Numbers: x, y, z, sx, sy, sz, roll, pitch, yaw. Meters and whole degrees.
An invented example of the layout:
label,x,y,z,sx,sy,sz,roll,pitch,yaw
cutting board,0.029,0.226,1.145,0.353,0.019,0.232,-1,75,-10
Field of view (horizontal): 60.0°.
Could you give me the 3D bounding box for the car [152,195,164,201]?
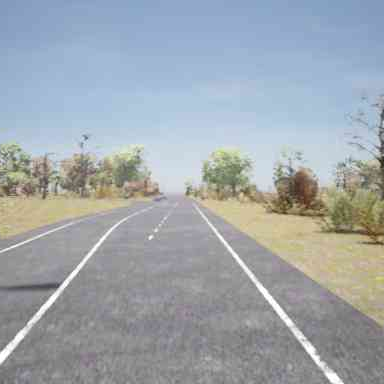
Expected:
label,x,y,z,sx,sy,sz,roll,pitch,yaw
car,-8.811,1.727,82.759,1.882,1.535,5.008,0,0,-1
